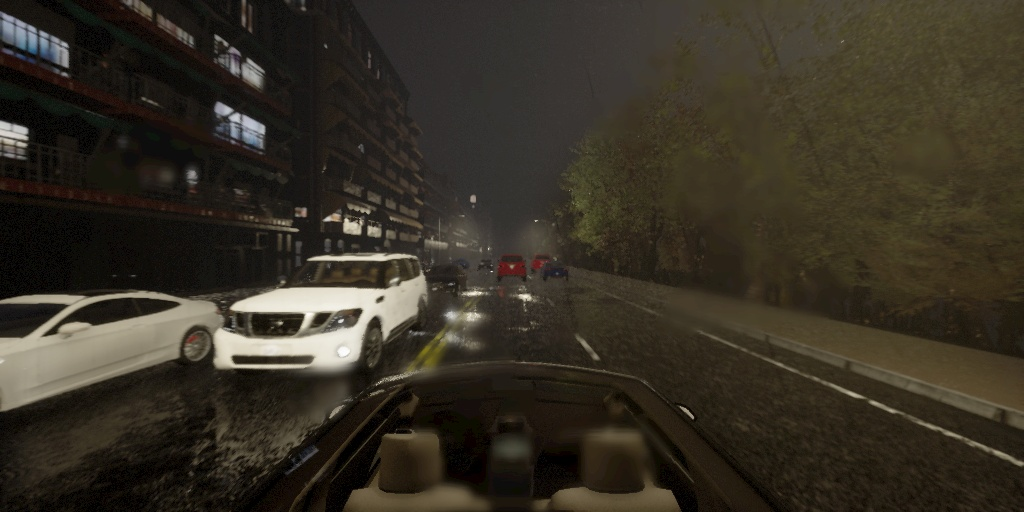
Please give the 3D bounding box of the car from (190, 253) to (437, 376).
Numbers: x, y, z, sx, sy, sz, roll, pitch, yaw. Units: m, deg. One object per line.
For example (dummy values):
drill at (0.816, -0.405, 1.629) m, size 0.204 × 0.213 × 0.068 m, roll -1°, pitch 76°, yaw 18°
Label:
car at (-3.350, 0.945, 7.751) m, size 2.150 × 2.045 × 5.566 m, roll 0°, pitch 0°, yaw 0°

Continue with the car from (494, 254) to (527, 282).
car at (-0.002, 0.856, 28.045) m, size 2.150 × 2.045 × 5.566 m, roll 0°, pitch 0°, yaw 0°

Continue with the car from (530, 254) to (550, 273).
car at (3.272, 0.805, 40.716) m, size 2.150 × 2.045 × 5.566 m, roll 0°, pitch 1°, yaw 0°

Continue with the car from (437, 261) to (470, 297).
car at (-3.342, 1.182, 18.187) m, size 1.837 × 1.490 × 4.892 m, roll 0°, pitch 0°, yaw 0°

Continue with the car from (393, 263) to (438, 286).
car at (-6.570, 1.213, 24.856) m, size 1.994 × 1.385 × 4.181 m, roll 0°, pitch 0°, yaw 0°

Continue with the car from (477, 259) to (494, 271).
car at (-3.252, 1.115, 45.915) m, size 1.837 × 1.490 × 4.892 m, roll 0°, pitch 0°, yaw 0°

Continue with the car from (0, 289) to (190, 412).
car at (-6.600, 1.262, 5.232) m, size 1.812 × 1.442 × 4.674 m, roll 0°, pitch 0°, yaw 0°

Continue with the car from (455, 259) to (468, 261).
car at (-6.502, 1.066, 45.915) m, size 1.882 × 1.535 × 5.008 m, roll 0°, pitch 0°, yaw 0°

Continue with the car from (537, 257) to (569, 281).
car at (3.251, 1.110, 28.215) m, size 1.882 × 1.535 × 5.008 m, roll 0°, pitch 1°, yaw 0°
